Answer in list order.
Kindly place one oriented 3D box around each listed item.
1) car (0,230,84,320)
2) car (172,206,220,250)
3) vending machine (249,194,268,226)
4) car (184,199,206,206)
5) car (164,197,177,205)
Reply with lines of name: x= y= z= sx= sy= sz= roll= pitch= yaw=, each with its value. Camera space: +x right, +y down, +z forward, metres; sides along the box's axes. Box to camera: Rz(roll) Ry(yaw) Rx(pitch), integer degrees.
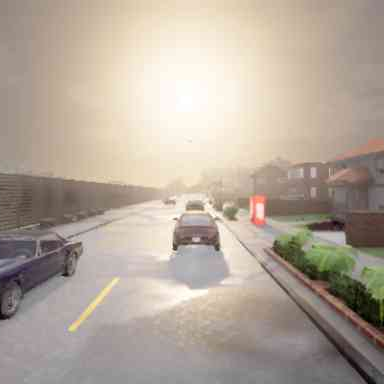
car: x=-4.066 y=1.589 z=7.434 sx=1.895 sy=1.301 sz=4.718 roll=0 pitch=0 yaw=0
car: x=0.171 y=1.520 z=14.147 sx=1.812 sy=1.442 sz=4.674 roll=0 pitch=0 yaw=0
vending machine: x=4.420 y=1.194 z=22.296 sx=1.100 sy=2.100 sz=0.880 roll=0 pitch=0 yaw=0
car: x=0.280 y=1.491 z=32.987 sx=1.837 sy=1.490 sz=4.892 roll=0 pitch=0 yaw=0
car: x=-3.695 y=1.568 z=57.150 sx=1.895 sy=1.301 sz=4.718 roll=0 pitch=0 yaw=1
